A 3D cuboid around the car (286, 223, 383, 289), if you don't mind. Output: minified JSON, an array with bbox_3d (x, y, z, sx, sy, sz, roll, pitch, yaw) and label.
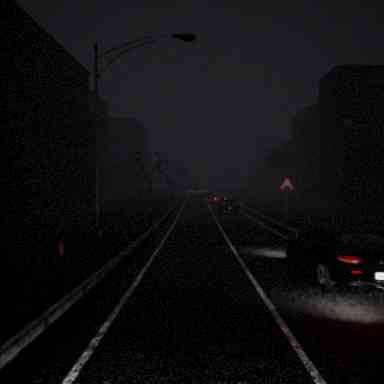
[{"bbox_3d":[4.006,1.597,9.241,1.812,1.442,4.674,0,0,1],"label":"car"}]

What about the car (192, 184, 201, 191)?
[{"bbox_3d":[0.989,-1.121,74.462,1.882,1.535,5.008,0,3,1],"label":"car"}]

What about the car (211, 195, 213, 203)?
[{"bbox_3d":[3.585,0.724,44.546,1.895,1.301,4.718,0,3,1],"label":"car"}]

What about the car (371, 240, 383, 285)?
[{"bbox_3d":[3.927,1.569,3.230,1.812,1.442,4.674,0,0,1],"label":"car"}]

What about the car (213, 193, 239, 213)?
[{"bbox_3d":[3.451,1.167,32.461,2.128,1.511,4.902,0,2,1],"label":"car"}]
